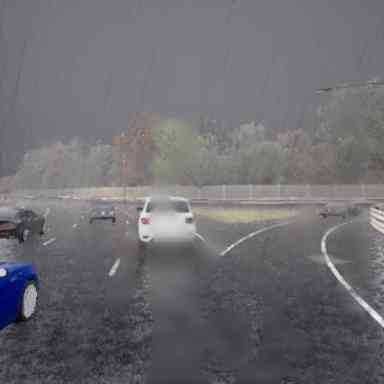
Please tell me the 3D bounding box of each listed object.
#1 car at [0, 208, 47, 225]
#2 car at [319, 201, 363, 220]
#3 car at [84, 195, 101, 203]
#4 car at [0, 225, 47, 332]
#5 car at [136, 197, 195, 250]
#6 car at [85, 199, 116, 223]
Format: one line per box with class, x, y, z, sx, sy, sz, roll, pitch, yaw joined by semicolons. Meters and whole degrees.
car;-8.438;1.516;15.944;1.837;1.490;4.892;0;0;-9
car;12.416;1.464;27.602;2.033;1.411;5.357;0;0;44
car;-17.718;1.342;59.405;2.097;1.767;4.553;0;0;-32
car;-3.667;1.486;4.124;1.882;1.535;5.008;0;0;-3
car;-1.232;1.207;14.580;2.150;2.045;5.566;0;0;-8
car;-6.862;1.540;25.660;2.033;1.411;5.357;0;0;-15
